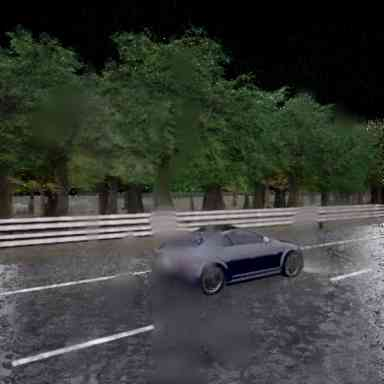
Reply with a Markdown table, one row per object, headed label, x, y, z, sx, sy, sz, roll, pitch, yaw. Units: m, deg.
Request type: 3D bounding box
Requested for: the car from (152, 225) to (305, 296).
| label | x | y | z | sx | sy | sz | roll | pitch | yaw |
| --- | --- | --- | --- | --- | --- | --- | --- | --- | --- |
| car | 1.059 | 1.582 | 8.798 | 4.181 | 1.385 | 1.994 | 0 | 0 | -35 |
